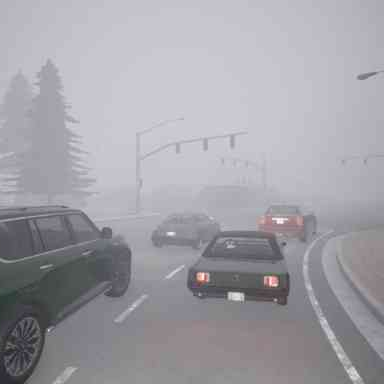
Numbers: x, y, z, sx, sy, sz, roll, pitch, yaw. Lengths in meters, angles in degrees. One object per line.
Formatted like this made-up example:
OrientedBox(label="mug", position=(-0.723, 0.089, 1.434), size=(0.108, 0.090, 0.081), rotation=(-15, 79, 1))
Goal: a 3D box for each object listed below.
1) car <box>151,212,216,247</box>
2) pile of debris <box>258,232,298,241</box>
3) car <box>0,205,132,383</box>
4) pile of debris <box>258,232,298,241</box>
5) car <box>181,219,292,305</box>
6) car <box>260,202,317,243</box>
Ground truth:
OrientedBox(label="car", position=(-0.104, 1.546, 14.502), size=(1.994, 1.385, 4.181), rotation=(0, 0, 20))
OrientedBox(label="pile of debris", position=(4.209, 2.145, 16.172), size=(1.500, 0.140, 1.860), rotation=(0, 0, 29))
OrientedBox(label="car", position=(-2.785, 1.222, 5.547), size=(2.150, 2.045, 5.566), rotation=(0, 0, 8))
OrientedBox(label="pile of debris", position=(4.209, 2.145, 16.172), size=(1.500, 0.140, 1.860), rotation=(0, 0, 29))
OrientedBox(label="car", position=(1.337, 1.588, 8.142), size=(1.895, 1.301, 4.718), rotation=(0, 0, 14))
OrientedBox(label="car", position=(4.829, 1.320, 16.412), size=(2.097, 1.767, 4.553), rotation=(0, 0, 27))
